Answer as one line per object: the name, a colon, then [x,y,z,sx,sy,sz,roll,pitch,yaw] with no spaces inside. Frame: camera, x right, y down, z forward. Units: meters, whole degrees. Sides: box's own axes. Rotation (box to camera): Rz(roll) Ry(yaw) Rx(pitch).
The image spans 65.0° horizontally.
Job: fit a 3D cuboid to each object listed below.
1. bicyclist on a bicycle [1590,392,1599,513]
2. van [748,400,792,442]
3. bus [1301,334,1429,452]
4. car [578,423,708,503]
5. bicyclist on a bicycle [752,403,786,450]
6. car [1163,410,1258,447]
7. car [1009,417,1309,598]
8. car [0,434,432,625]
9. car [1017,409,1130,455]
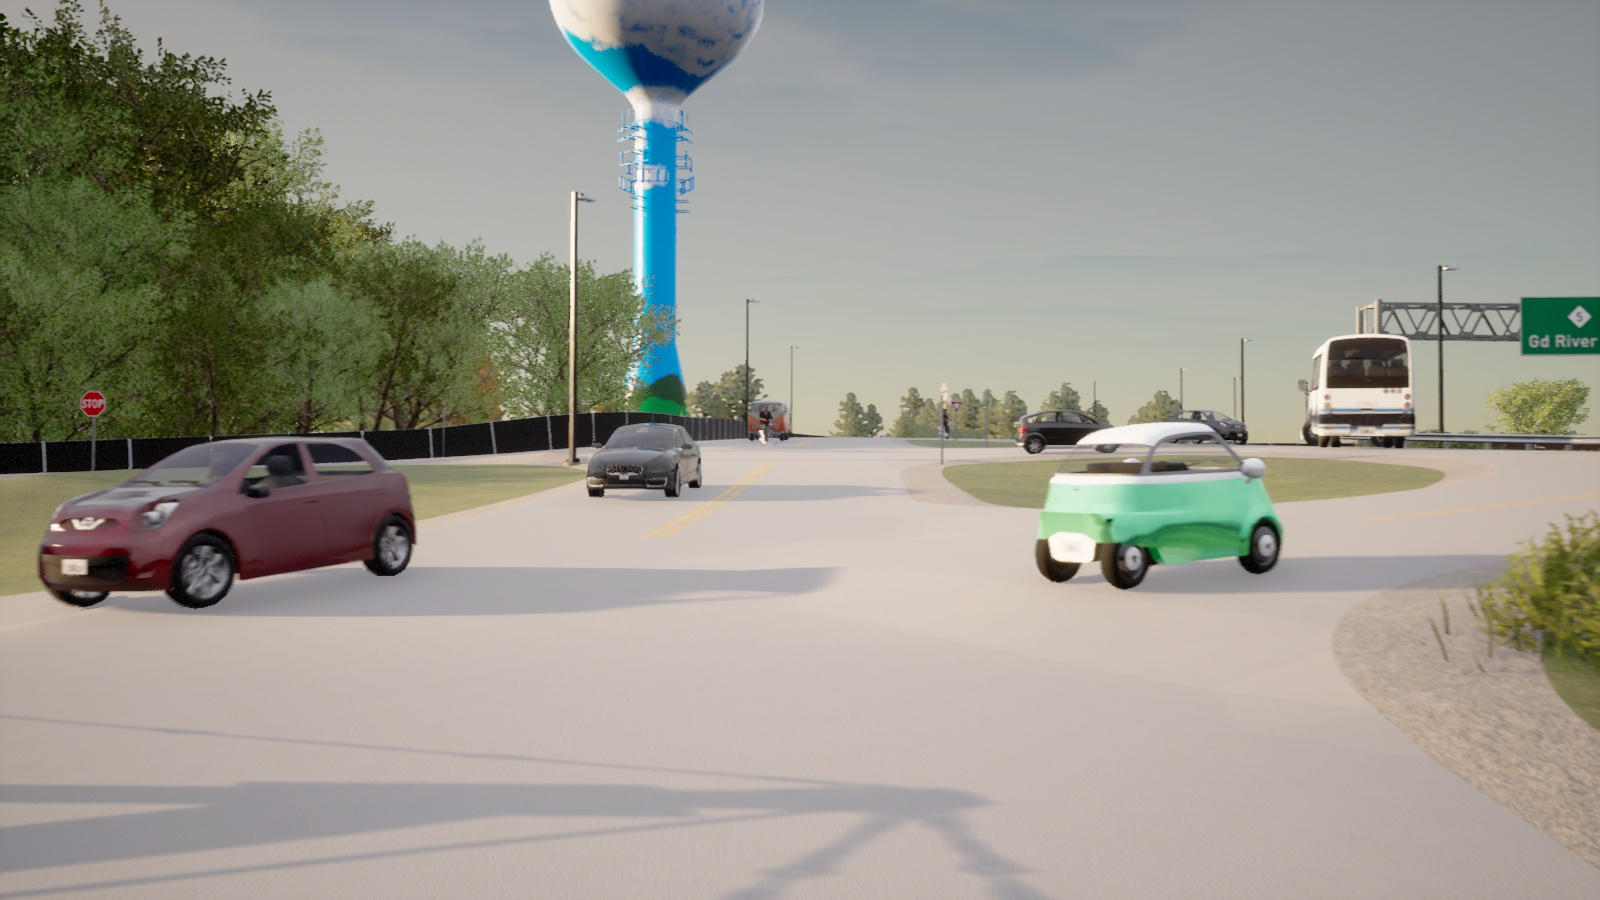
bicyclist on a bicycle: [11.515,0.013,17.057,1.656,1.620,0.582,-2,-1,-31]
van: [-1.443,-1.450,61.650,1.775,1.987,4.442,0,2,4]
bus: [22.515,-2.215,50.690,3.944,4.253,10.273,1,2,20]
car: [-3.288,0.195,27.287,1.837,1.490,4.892,0,2,5]
bicyclist on a bicycle: [-1.233,-0.936,49.549,0.659,1.776,1.843,0,1,-25]
car: [17.561,-0.926,53.864,1.845,1.501,3.633,0,1,-27]
car: [3.205,0.442,11.184,2.207,1.376,1.481,-3,1,-36]
car: [-5.540,0.646,12.283,1.845,1.501,3.633,-1,1,21]
car: [9.609,-0.633,44.279,3.705,1.549,1.789,0,2,5]
